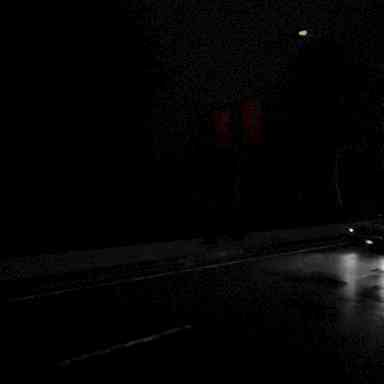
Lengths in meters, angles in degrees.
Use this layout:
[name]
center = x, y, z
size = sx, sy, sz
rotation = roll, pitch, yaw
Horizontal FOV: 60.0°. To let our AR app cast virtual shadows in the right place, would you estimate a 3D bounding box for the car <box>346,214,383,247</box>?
[car]
center = 8.398, 1.550, 13.671
size = 4.718, 1.301, 1.895
rotation = 0, 0, -36
